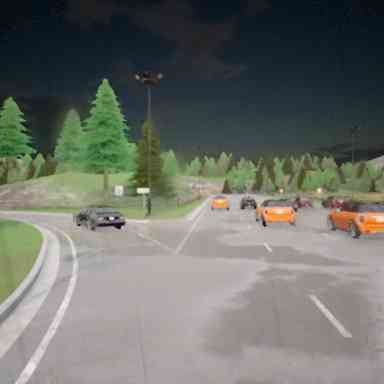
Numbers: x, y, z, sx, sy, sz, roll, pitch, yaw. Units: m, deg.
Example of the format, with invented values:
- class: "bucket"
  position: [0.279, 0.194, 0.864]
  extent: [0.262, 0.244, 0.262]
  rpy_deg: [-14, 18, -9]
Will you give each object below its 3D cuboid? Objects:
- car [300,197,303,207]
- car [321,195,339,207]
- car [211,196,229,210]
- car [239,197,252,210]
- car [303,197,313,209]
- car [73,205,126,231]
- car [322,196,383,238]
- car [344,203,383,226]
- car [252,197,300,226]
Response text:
- class: "car"
  position: [10.091, 1.433, 36.073]
  extent: [2.033, 1.411, 5.357]
  rpy_deg: [0, 0, 4]
- class: "car"
  position: [17.460, 1.198, 40.736]
  extent: [2.097, 1.767, 4.553]
  rpy_deg: [0, 0, 4]
- class: "car"
  position: [3.500, 1.254, 41.782]
  extent: [2.097, 1.767, 4.553]
  rpy_deg: [0, 0, 4]
- class: "car"
  position: [7.017, 1.392, 41.888]
  extent: [1.837, 1.490, 4.892]
  rpy_deg: [0, 0, 4]
- class: "car"
  position: [14.074, 1.383, 42.399]
  extent: [1.812, 1.442, 4.674]
  rpy_deg: [0, 0, 4]
- class: "car"
  position: [-5.850, 1.530, 20.624]
  extent: [2.033, 1.411, 5.357]
  rpy_deg: [0, 0, -33]
- class: "car"
  position: [8.669, 1.282, 17.143]
  extent: [2.097, 1.767, 4.553]
  rpy_deg: [0, 0, 4]
- class: "car"
  position: [12.671, 1.501, 23.674]
  extent: [1.895, 1.301, 4.718]
  rpy_deg: [0, 0, 4]
- class: "car"
  position: [5.580, 1.283, 22.741]
  extent: [2.097, 1.767, 4.553]
  rpy_deg: [0, 0, 4]
